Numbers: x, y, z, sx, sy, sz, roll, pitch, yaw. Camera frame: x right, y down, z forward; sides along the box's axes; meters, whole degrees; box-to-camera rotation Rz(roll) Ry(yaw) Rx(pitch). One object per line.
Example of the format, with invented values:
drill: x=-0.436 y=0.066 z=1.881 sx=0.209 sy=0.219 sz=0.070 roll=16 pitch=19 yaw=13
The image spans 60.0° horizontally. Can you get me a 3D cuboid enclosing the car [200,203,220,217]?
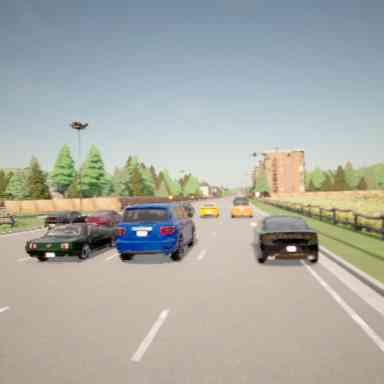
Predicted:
car: x=2.032 y=1.957 z=37.102 sx=1.882 sy=1.535 sz=5.008 roll=-2 pitch=-1 yaw=8

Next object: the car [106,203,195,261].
car: x=-1.245 y=1.462 z=13.439 sx=2.150 sy=2.045 sz=5.566 roll=-2 pitch=-1 yaw=8

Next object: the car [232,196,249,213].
car: x=6.560 y=1.673 z=45.101 sx=2.150 sy=2.045 sz=5.566 roll=-2 pitch=-1 yaw=8

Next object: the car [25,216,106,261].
car: x=-4.695 y=1.960 z=13.941 sx=1.895 sy=1.301 sz=4.718 roll=-2 pitch=-1 yaw=8

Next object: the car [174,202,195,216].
car: x=-0.846 y=2.149 z=41.834 sx=1.837 sy=1.490 sz=4.892 roll=-2 pitch=-1 yaw=8

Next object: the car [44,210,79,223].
car: x=-9.962 y=2.225 z=26.904 sx=1.837 sy=1.490 sz=4.892 roll=-2 pitch=-1 yaw=8

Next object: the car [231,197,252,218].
car: x=5.136 y=1.692 z=34.463 sx=2.097 sy=1.767 sz=4.553 roll=-2 pitch=-1 yaw=8

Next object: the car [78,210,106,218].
car: x=-6.603 y=2.119 z=25.639 sx=1.812 sy=1.442 sz=4.674 roll=-2 pitch=-1 yaw=8

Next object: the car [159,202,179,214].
car: x=-3.375 y=2.310 z=49.126 sx=1.882 sy=1.535 sz=5.008 roll=-2 pitch=-1 yaw=8

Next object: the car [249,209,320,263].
car: x=3.279 y=1.553 z=12.303 sx=1.882 sy=1.535 sz=5.008 roll=-2 pitch=-1 yaw=8
